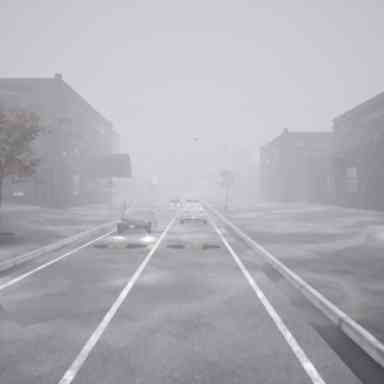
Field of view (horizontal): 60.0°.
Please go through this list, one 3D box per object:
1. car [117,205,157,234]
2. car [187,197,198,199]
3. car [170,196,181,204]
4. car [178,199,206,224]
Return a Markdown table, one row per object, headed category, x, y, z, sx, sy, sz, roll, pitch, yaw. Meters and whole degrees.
| category | x | y | z | sx | sy | sz | roll | pitch | yaw |
| --- | --- | --- | --- | --- | --- | --- | --- | --- | --- |
| car | -3.099 | 1.526 | 19.523 | 1.812 | 1.442 | 4.674 | 0 | 0 | 0 |
| car | 0.100 | 1.443 | 43.347 | 2.163 | 1.488 | 4.792 | 0 | 0 | 0 |
| car | -3.023 | 1.398 | 60.968 | 2.033 | 1.411 | 5.357 | 0 | 0 | 0 |
| car | 0.097 | 1.518 | 24.926 | 1.812 | 1.442 | 4.674 | 0 | 0 | 0 |
